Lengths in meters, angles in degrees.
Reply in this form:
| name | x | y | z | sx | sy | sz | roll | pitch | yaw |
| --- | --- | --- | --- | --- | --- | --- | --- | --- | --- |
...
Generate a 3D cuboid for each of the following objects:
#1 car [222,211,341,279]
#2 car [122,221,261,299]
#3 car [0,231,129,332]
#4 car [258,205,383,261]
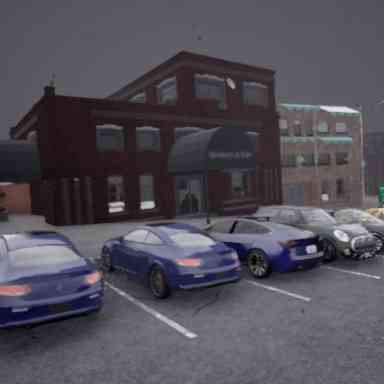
| name | x | y | z | sx | sy | sz | roll | pitch | yaw |
| --- | --- | --- | --- | --- | --- | --- | --- | --- | --- |
| car | 1.629 | 1.474 | 10.200 | 2.163 | 1.488 | 4.792 | 0 | 0 | -35 |
| car | -0.746 | 1.499 | 8.467 | 2.002 | 1.452 | 4.674 | 0 | 0 | -35 |
| car | -3.239 | 1.514 | 6.689 | 2.002 | 1.452 | 4.674 | 0 | 0 | -35 |
| car | 4.019 | 1.304 | 11.907 | 2.185 | 1.767 | 4.553 | 0 | 0 | -35 |
